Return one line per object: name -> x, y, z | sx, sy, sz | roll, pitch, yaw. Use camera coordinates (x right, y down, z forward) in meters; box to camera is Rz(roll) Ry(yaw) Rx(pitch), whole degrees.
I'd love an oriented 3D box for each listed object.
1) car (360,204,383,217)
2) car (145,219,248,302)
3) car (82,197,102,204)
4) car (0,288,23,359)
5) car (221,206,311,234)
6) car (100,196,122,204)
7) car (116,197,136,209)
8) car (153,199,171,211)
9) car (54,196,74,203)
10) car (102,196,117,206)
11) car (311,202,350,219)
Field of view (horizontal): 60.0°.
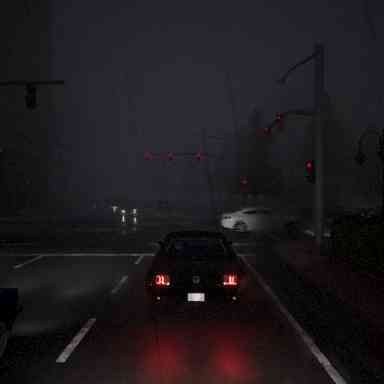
car -> 15.763, 1.560, 26.021 | 4.892, 1.490, 1.837 | 0, 0, 0
car -> 0.091, 1.601, 8.193 | 1.895, 1.301, 4.718 | 0, 0, 0
car -> -18.600, 1.601, 61.901 | 1.895, 1.301, 4.718 | 0, 0, -45
car -> -3.429, 1.601, 2.769 | 1.895, 1.301, 4.718 | 0, 0, 0
car -> 3.954, 1.570, 18.910 | 4.674, 1.442, 1.812 | 1, 0, 0
car -> -15.596, 1.505, 63.996 | 1.837, 1.490, 4.892 | 1, -1, -43
car -> -8.889, 1.526, 45.539 | 1.812, 1.442, 4.674 | 0, 0, -18
car -> -3.674, 1.547, 40.071 | 2.033, 1.411, 5.357 | 0, 0, -10
car -> -26.352, 1.524, 68.169 | 4.674, 1.442, 1.812 | 0, 0, 31
car -> -12.547, 1.478, 53.920 | 1.882, 1.535, 5.008 | 0, 0, -31
car -> 11.725, 1.619, 29.563 | 4.181, 1.385, 1.994 | 0, 0, 1
